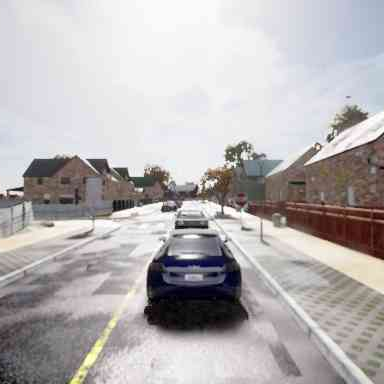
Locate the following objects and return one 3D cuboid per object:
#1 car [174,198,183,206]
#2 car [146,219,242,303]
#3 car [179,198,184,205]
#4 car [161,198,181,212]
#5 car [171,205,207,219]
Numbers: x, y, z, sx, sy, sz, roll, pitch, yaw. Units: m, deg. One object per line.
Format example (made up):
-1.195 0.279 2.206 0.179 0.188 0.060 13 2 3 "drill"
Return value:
-2.806 2.075 69.550 1.837 1.490 4.892 0 -1 0 "car"
0.078 1.611 8.359 1.994 1.385 4.181 0 0 1 "car"
-2.879 1.769 54.630 2.097 1.767 4.553 0 -1 0 "car"
-2.881 1.872 43.072 1.994 1.385 4.181 0 0 0 "car"
-0.150 1.721 20.244 1.895 1.301 4.718 0 0 -4 "car"
